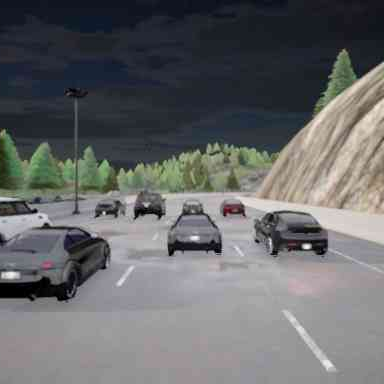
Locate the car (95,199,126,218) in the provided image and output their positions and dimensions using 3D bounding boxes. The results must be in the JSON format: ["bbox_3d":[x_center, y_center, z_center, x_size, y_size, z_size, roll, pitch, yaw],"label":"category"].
[{"bbox_3d":[-6.909,1.378,28.565,1.837,1.490,4.892,0,0,0],"label":"car"}]

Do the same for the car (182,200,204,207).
[{"bbox_3d":[0.077,1.394,29.545,1.812,1.442,4.674,0,0,0],"label":"car"}]

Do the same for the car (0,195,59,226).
[{"bbox_3d":[-6.903,1.170,11.514,2.150,2.045,5.566,0,0,0],"label":"car"}]

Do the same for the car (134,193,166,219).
[{"bbox_3d":[-3.408,1.099,27.590,2.150,2.045,5.566,0,0,0],"label":"car"}]

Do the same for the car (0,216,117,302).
[{"bbox_3d":[-3.405,1.527,8.261,1.994,1.385,4.181,0,0,0],"label":"car"}]

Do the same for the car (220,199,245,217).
[{"bbox_3d":[3.591,1.343,30.058,1.882,1.535,5.008,0,0,0],"label":"car"}]

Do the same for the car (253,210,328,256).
[{"bbox_3d":[3.597,1.447,12.838,1.837,1.490,4.892,0,0,0],"label":"car"}]

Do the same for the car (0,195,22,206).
[{"bbox_3d":[-28.010,1.280,50.599,1.837,1.490,4.892,0,1,1],"label":"car"}]

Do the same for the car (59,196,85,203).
[{"bbox_3d":[-17.548,1.327,49.758,2.033,1.411,5.357,0,0,1],"label":"car"}]

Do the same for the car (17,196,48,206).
[{"bbox_3d":[-24.506,1.321,51.377,2.033,1.411,5.357,0,0,1],"label":"car"}]

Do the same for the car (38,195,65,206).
[{"bbox_3d":[-21.023,1.284,49.990,1.837,1.490,4.892,0,0,1],"label":"car"}]

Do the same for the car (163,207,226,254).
[{"bbox_3d":[0.096,1.505,13.167,1.994,1.385,4.181,0,0,0],"label":"car"}]
